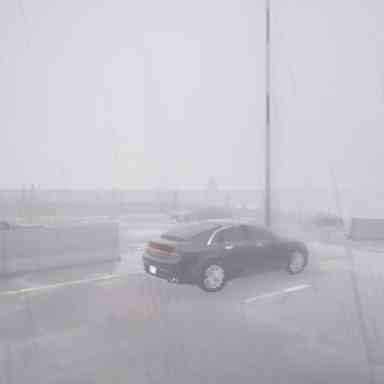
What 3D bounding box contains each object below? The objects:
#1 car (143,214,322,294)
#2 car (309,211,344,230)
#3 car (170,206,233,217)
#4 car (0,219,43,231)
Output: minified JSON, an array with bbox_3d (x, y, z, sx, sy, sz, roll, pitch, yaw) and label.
[{"bbox_3d":[1.103,1.498,8.832,4.892,1.490,1.837,0,0,-36],"label":"car"},{"bbox_3d":[11.379,2.471,29.270,4.902,1.511,2.128,6,-4,-35],"label":"car"},{"bbox_3d":[0.896,1.806,26.101,5.357,1.411,2.033,3,-2,-35],"label":"car"},{"bbox_3d":[-7.842,1.546,11.295,5.357,1.411,2.033,0,0,-35],"label":"car"}]
